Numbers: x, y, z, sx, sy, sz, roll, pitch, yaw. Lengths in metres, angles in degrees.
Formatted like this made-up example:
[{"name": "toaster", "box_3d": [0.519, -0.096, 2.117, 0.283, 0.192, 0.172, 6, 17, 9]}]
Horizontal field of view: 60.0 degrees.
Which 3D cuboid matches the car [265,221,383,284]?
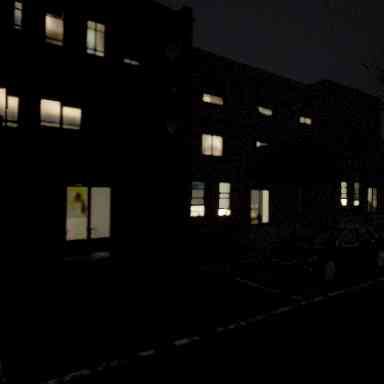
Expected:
[{"name": "car", "box_3d": [3.991, 1.552, 9.549, 4.403, 1.369, 2.008, 0, 1, -35]}]
